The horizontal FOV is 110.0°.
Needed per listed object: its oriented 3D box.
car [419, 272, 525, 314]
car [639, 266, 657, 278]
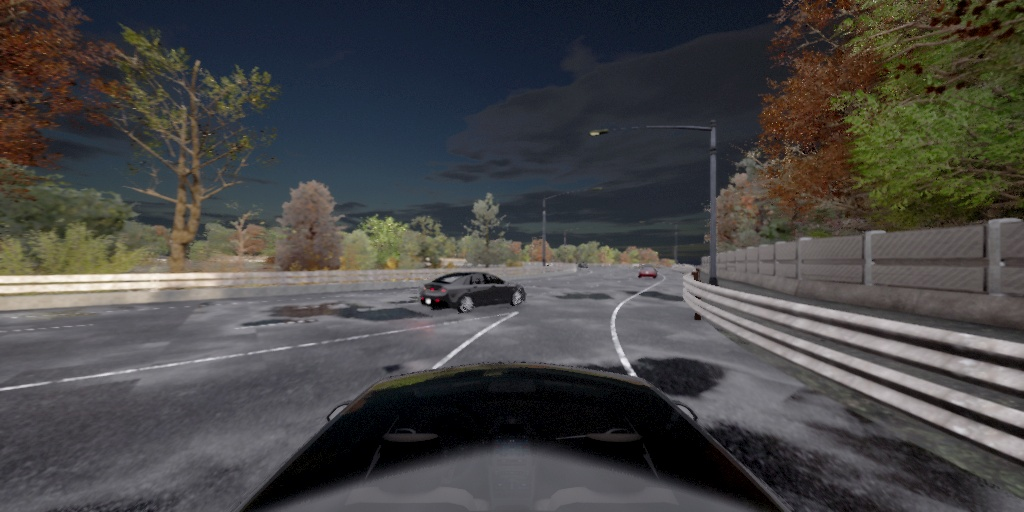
[{"bbox_3d":[-1.427,1.401,14.654,1.837,1.490,4.892,0,0,40],"label":"car"},{"bbox_3d":[16.808,1.953,44.326,1.994,1.385,4.181,0,-1,23],"label":"car"}]
